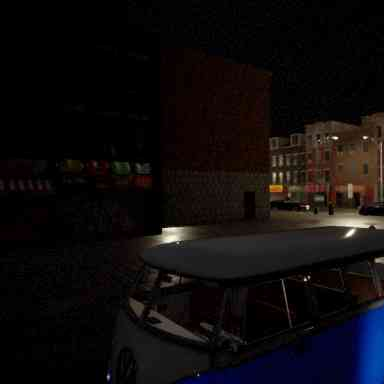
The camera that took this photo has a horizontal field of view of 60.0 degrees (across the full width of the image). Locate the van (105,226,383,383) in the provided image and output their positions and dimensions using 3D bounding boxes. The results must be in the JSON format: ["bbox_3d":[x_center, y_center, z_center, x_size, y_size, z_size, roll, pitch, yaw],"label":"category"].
[{"bbox_3d":[1.096,1.341,3.603,3.998,1.788,1.690,0,0,-36],"label":"van"}]

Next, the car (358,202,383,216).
[{"bbox_3d":[17.143,1.571,29.593,1.994,1.385,4.181,0,0,-35],"label":"car"}]

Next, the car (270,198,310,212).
[{"bbox_3d":[11.133,1.490,38.032,2.128,1.511,4.902,0,0,-35],"label":"car"}]
